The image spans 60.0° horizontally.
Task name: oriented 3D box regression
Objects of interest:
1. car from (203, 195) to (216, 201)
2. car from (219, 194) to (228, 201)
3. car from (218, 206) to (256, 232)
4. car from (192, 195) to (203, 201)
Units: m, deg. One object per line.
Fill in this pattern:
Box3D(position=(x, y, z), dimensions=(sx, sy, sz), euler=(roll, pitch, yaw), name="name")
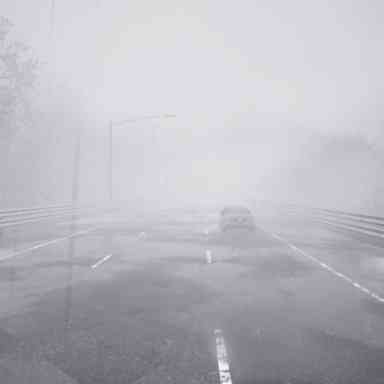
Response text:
Box3D(position=(4.530, 1.677, 85.760), dimensions=(1.895, 1.301, 4.718), euler=(0, 0, 7), name="car")
Box3D(position=(8.096, 1.437, 86.087), dimensions=(2.097, 1.767, 4.553), euler=(0, 0, 7), name="car")
Box3D(position=(2.642, 1.554, 19.983), dimensions=(2.033, 1.411, 5.357), euler=(0, 0, 2), name="car")
Box3D(position=(1.000, 1.622, 85.724), dimensions=(2.033, 1.411, 5.357), euler=(0, 0, 7), name="car")
